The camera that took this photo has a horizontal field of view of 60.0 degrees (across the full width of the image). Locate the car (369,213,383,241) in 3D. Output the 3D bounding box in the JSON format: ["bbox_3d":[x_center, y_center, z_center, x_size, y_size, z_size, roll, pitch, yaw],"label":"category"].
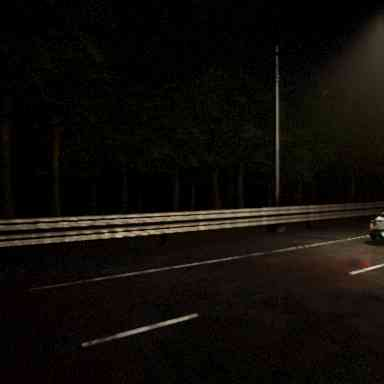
[{"bbox_3d":[9.820,1.478,15.048,4.674,1.442,1.812,0,0,-35],"label":"car"}]
